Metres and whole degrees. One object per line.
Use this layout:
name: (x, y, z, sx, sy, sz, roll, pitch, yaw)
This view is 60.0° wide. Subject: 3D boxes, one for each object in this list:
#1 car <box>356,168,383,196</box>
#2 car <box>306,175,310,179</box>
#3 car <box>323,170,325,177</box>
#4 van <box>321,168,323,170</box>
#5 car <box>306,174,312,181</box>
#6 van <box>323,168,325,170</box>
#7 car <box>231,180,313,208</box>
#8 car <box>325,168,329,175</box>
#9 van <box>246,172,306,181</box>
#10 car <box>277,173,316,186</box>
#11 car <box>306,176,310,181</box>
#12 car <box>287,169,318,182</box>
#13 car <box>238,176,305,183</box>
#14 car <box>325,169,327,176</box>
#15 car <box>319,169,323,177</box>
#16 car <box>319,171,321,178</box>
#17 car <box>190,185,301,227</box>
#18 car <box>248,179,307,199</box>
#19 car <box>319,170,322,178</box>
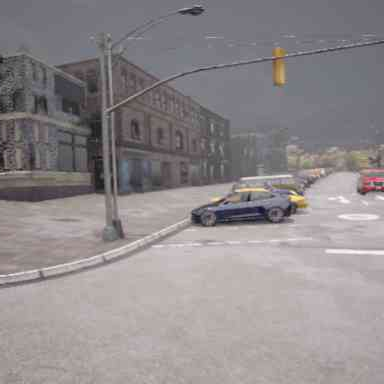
car: (15.082, -0.849, 27.751, 2.150, 2.045, 5.566, -1, 4, 21)
car: (8.641, -0.532, 32.666, 4.674, 1.452, 2.002, -3, 3, 1)
car: (24.031, -3.285, 68.645, 4.792, 1.488, 2.163, -3, 3, 5)
van: (22.905, -3.335, 65.897, 4.442, 1.987, 1.878, -3, 3, 5)
car: (10.846, -0.950, 38.271, 4.674, 1.452, 2.002, -3, 3, 2)
van: (25.423, -3.762, 71.354, 4.442, 1.987, 1.878, -3, 3, 5)
car: (3.616, 0.453, 18.526, 5.366, 1.575, 1.946, -3, 3, -1)
car: (27.801, -4.204, 76.798, 5.566, 2.045, 2.435, -3, 3, 5)
van: (5.566, -0.179, 24.189, 4.442, 1.987, 1.878, -3, 3, 0)
car: (15.450, -1.831, 49.410, 5.008, 1.535, 2.097, -3, 3, 3)
car: (6.499, -0.153, 27.028, 4.892, 1.521, 2.231, -3, 3, 0)
car: (11.981, -1.452, 41.061, 5.566, 2.045, 2.435, -3, 3, 2)
car: (4.400, 0.137, 21.359, 4.553, 1.767, 2.185, -3, 3, 0)
car: (26.580, -3.743, 74.094, 5.008, 1.535, 2.097, -3, 3, 5)
car: (21.364, -2.883, 63.191, 5.366, 1.575, 1.946, -3, 3, 5)
car: (19.083, -2.465, 57.694, 4.892, 1.521, 2.231, -3, 3, 4)
car: (2.285, 0.711, 15.782, 4.792, 1.488, 2.163, -3, 3, -1)
car: (7.570, -0.323, 29.845, 4.674, 1.452, 2.002, -3, 3, 1)
car: (20.297, -2.678, 60.449, 5.008, 1.535, 2.097, -3, 3, 4)
